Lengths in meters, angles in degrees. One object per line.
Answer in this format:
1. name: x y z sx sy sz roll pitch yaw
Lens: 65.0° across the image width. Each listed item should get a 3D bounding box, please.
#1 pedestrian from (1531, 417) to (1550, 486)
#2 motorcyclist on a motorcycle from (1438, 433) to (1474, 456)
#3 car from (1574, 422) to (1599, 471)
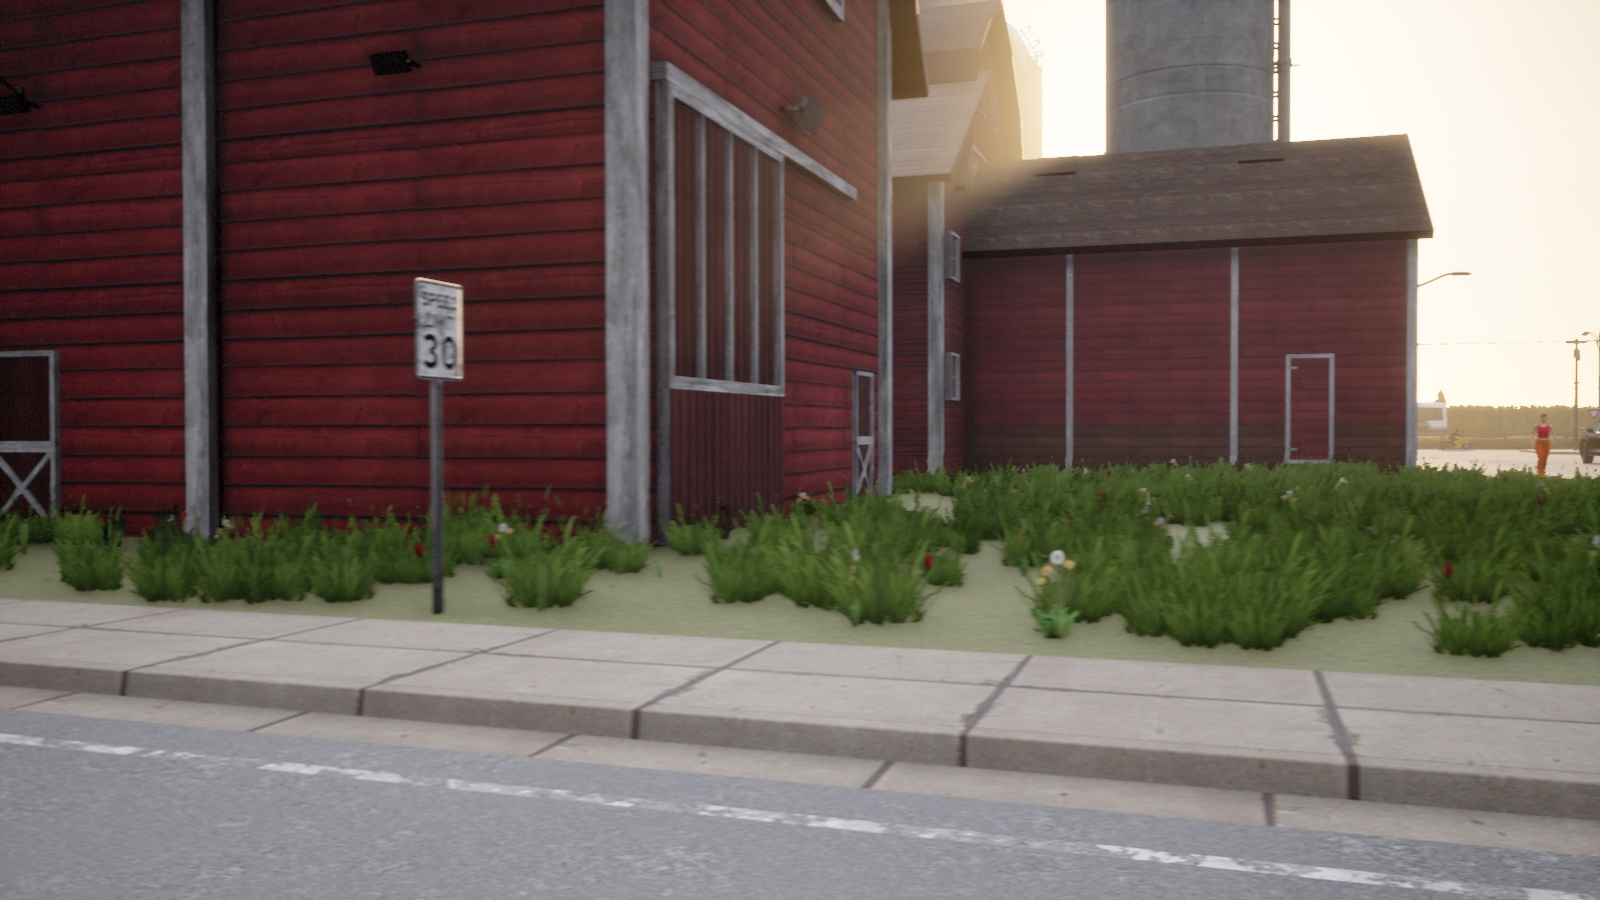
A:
1. pedestrian: 19.903 0.029 33.765 0.345 1.836 0.594 1 1 23
2. motorcyclist on a motorcycle: 45.460 -0.389 87.048 2.044 1.523 0.797 1 1 18
3. car: 34.663 -0.145 52.902 2.150 2.045 5.566 1 1 18
